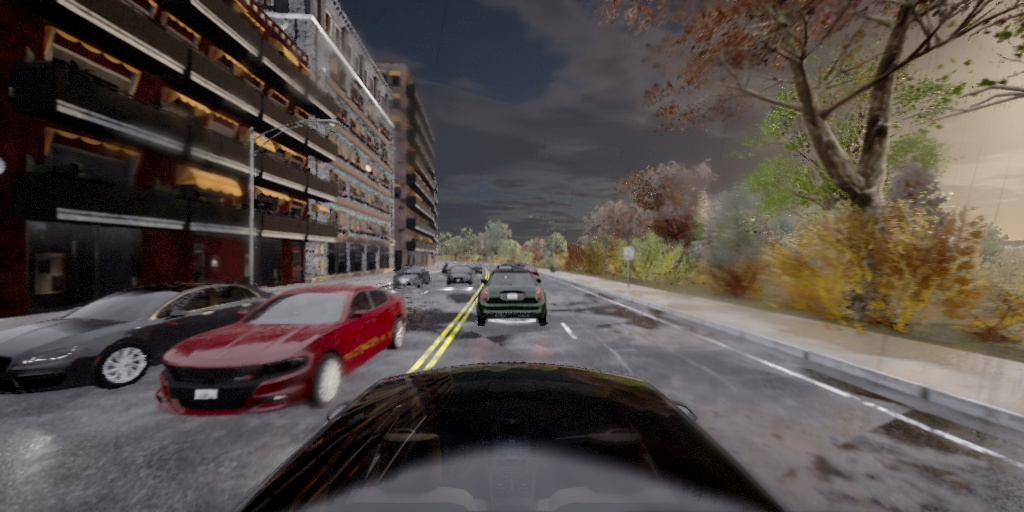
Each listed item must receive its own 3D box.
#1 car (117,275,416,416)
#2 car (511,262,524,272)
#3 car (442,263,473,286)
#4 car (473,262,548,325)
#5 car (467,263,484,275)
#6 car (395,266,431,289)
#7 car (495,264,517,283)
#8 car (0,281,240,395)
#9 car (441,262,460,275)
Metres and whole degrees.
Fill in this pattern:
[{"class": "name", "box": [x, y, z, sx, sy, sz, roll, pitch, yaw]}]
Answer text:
[{"class": "car", "box": [-3.395, 1.273, 6.456, 1.882, 1.535, 5.008, 0, 0, -1]}, {"class": "car", "box": [0.863, 1.742, 59.411, 1.837, 1.490, 4.892, 0, 0, -5]}, {"class": "car", "box": [-3.882, 1.485, 27.649, 1.837, 1.490, 4.892, 0, -1, -2]}, {"class": "car", "box": [-0.023, 1.197, 12.425, 2.097, 1.767, 4.553, 0, 0, -1]}, {"class": "car", "box": [-4.859, 1.721, 48.077, 2.033, 1.411, 5.357, 0, 0, -4]}, {"class": "car", "box": [-7.060, 1.457, 25.579, 2.128, 1.511, 4.902, 0, -1, -2]}, {"class": "car", "box": [-0.617, 1.518, 32.020, 1.837, 1.490, 4.892, 0, 0, -3]}, {"class": "car", "box": [-6.791, 1.305, 7.087, 1.837, 1.490, 4.892, 0, 0, 3]}, {"class": "car", "box": [-8.080, 1.632, 47.481, 1.882, 1.535, 5.008, 0, -1, -4]}]
